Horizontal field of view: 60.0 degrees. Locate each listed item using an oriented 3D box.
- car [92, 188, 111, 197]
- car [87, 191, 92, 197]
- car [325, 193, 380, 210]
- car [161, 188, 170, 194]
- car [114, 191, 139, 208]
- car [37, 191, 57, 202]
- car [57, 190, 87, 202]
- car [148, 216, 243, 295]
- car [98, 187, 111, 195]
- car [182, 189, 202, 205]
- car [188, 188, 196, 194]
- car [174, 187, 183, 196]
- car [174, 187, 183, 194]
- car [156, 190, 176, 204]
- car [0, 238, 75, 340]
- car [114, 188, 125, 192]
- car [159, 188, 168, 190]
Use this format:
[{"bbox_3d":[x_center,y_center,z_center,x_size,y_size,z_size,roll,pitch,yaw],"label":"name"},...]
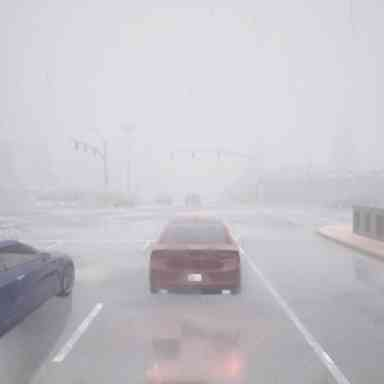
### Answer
[{"bbox_3d":[-17.501,0.256,65.354,1.882,1.535,5.008,0,1,0],"label":"car"},{"bbox_3d":[-20.990,0.375,65.515,1.895,1.301,4.718,0,1,0],"label":"car"},{"bbox_3d":[15.514,0.918,32.250,4.892,1.490,1.837,0,1,2],"label":"car"},{"bbox_3d":[-6.984,-0.236,87.613,1.812,1.442,4.674,0,1,0],"label":"car"},{"bbox_3d":[-6.893,0.899,35.470,2.033,1.411,5.357,0,1,0],"label":"car"},{"bbox_3d":[-21.071,0.565,49.210,1.882,1.535,5.008,0,1,0],"label":"car"},{"bbox_3d":[-17.574,0.445,48.900,2.097,1.767,4.553,0,1,0],"label":"car"},{"bbox_3d":[0.114,1.345,8.459,1.882,1.535,5.008,0,1,1],"label":"car"},{"bbox_3d":[-20.985,-0.243,79.931,2.097,1.767,4.553,0,1,0],"label":"car"},{"bbox_3d":[0.108,0.750,41.005,1.837,1.490,4.892,0,1,0],"label":"car"},{"bbox_3d":[0.016,-0.282,87.611,1.882,1.535,5.008,0,1,0],"label":"car"},{"bbox_3d":[-3.486,0.078,77.197,2.033,1.411,5.357,0,1,0],"label":"car"},{"bbox_3d":[-3.484,-0.404,87.579,2.097,1.767,4.553,0,1,0],"label":"car"},{"bbox_3d":[-3.393,0.795,41.722,1.994,1.385,4.181,0,1,0],"label":"car"},{"bbox_3d":[-3.435,1.448,5.275,1.812,1.442,4.674,0,1,0],"label":"car"},{"bbox_3d":[-17.485,-0.147,80.569,2.128,1.511,4.902,0,1,0],"label":"car"},{"bbox_3d":[-6.986,-0.121,78.414,2.097,1.767,4.553,0,1,0],"label":"car"}]
